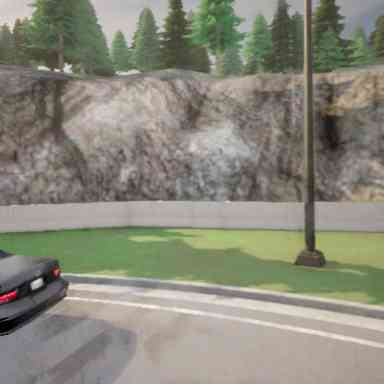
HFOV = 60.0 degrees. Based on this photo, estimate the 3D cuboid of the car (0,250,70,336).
[{"bbox_3d":[-4.835,1.478,5.353,5.357,1.411,2.033,-1,2,7],"label":"car"}]
